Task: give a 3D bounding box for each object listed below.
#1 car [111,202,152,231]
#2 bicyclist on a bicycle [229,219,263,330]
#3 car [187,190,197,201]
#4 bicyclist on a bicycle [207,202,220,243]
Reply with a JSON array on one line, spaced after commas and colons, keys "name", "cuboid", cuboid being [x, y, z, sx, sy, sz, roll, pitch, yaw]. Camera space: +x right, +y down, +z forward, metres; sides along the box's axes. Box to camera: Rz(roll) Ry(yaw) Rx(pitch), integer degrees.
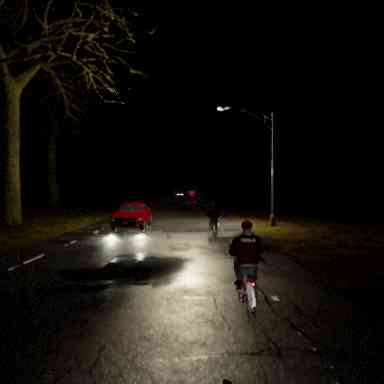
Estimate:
[{"name": "car", "cuboid": [-3.602, 1.410, 20.451, 1.882, 1.535, 5.008, 0, 0, 0]}, {"name": "bicyclist on a bicycle", "cuboid": [0.963, 1.369, 6.052, 0.659, 1.776, 1.843, 0, 0, 0]}, {"name": "car", "cuboid": [0.026, 0.869, 63.449, 2.128, 1.511, 4.902, 0, 1, 1]}, {"name": "bicyclist on a bicycle", "cuboid": [0.962, 1.338, 15.014, 0.659, 1.776, 1.843, 0, 0, 0]}]
